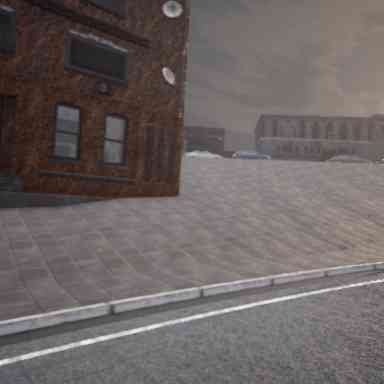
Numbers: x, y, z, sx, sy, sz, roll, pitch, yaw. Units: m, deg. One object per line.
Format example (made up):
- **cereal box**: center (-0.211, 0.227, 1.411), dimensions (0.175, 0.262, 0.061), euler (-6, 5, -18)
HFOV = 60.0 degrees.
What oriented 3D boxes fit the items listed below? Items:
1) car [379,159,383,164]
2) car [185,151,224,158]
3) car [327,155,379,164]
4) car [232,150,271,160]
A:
- **car**: center (23.325, -3.105, 37.309), dimensions (4.892, 1.521, 2.231), euler (3, -2, 5)
- **car**: center (1.485, -4.112, 39.305), dimensions (4.674, 1.452, 2.002), euler (3, -2, 5)
- **car**: center (17.834, -3.378, 37.805), dimensions (4.892, 1.521, 2.231), euler (3, -2, 5)
- **car**: center (6.957, -4.020, 38.809), dimensions (4.553, 1.767, 2.185), euler (3, -2, 5)
